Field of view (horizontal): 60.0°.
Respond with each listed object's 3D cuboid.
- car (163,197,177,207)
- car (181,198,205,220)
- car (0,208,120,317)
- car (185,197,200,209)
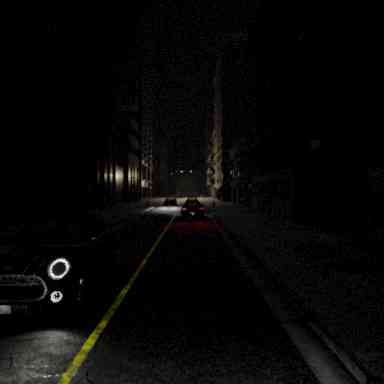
[{"bbox_3d":[-3.139,1.441,48.443,1.895,1.301,4.718,0,0,0],"label":"car"},{"bbox_3d":[0.068,1.436,27.355,1.812,1.442,4.674,0,0,0],"label":"car"},{"bbox_3d":[-3.110,1.326,7.685,2.097,1.767,4.553,0,0,0],"label":"car"},{"bbox_3d":[0.049,1.418,44.557,1.994,1.385,4.181,0,0,0],"label":"car"}]
